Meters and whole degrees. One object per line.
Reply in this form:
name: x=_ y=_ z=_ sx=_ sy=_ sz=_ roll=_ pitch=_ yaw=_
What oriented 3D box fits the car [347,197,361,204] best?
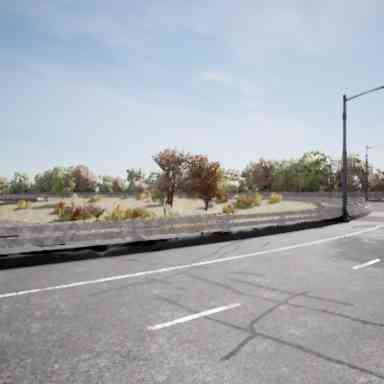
car: x=39.940 y=2.052 z=82.186 sx=2.097 sy=1.767 sz=4.553 roll=0 pitch=0 yaw=4
